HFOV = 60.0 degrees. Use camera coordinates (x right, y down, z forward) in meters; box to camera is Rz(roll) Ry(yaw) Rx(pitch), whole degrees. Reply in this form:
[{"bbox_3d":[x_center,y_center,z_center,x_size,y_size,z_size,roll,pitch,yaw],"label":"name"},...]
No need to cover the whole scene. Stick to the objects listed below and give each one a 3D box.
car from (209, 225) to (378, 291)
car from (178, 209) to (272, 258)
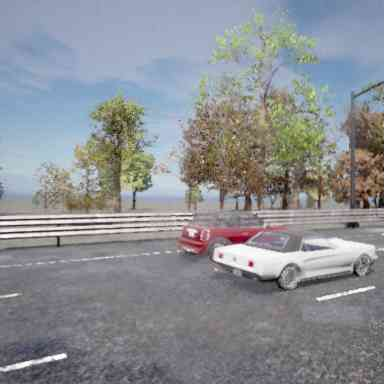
[{"bbox_3d":[3.039,1.731,9.329,4.718,1.301,1.895,1,-1,-30],"label":"car"},{"bbox_3d":[1.818,1.516,12.660,4.553,1.767,2.097,1,-1,-30],"label":"car"}]
